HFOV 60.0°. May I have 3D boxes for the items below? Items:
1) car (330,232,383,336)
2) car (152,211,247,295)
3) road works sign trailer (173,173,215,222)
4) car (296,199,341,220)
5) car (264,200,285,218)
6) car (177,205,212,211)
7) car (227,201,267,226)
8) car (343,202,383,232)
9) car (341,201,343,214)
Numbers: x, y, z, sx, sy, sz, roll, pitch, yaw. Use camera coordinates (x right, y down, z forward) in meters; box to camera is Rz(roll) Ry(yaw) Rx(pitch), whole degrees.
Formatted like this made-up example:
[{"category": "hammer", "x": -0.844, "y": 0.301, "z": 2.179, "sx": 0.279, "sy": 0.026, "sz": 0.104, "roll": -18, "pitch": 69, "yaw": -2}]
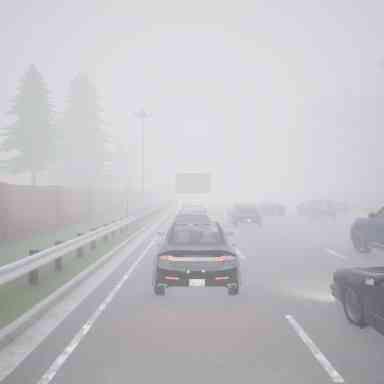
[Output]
[{"category": "car", "x": 3.600, "y": 1.547, "z": 3.961, "sx": 2.033, "sy": 1.411, "sz": 5.357, "roll": 0, "pitch": 0, "yaw": -1}, {"category": "car", "x": 0.094, "y": 1.491, "z": 8.683, "sx": 2.128, "sy": 1.511, "sz": 4.902, "roll": 0, "pitch": 0, "yaw": 0}, {"category": "road works sign trailer", "x": 0.058, "y": 0.464, "z": 23.019, "sx": 2.380, "sy": 3.560, "sz": 2.880, "roll": 0, "pitch": 0, "yaw": -2}, {"category": "car", "x": 10.577, "y": 1.351, "z": 28.606, "sx": 2.097, "sy": 1.767, "sz": 4.553, "roll": 0, "pitch": 0, "yaw": 0}, {"category": "car", "x": 7.079, "y": 1.477, "z": 30.556, "sx": 1.882, "sy": 1.535, "sz": 5.008, "roll": 0, "pitch": 0, "yaw": 0}, {"category": "car", "x": 0.128, "y": 1.473, "z": 19.099, "sx": 1.882, "sy": 1.535, "sz": 5.008, "roll": 0, "pitch": 0, "yaw": 3}, {"category": "car", "x": 3.584, "y": 1.506, "z": 23.228, "sx": 1.837, "sy": 1.490, "sz": 4.892, "roll": 0, "pitch": 0, "yaw": 0}, {"category": "car", "x": 7.093, "y": 1.222, "z": 10.280, "sx": 2.150, "sy": 2.045, "sz": 5.566, "roll": 0, "pitch": 0, "yaw": 0}, {"category": "car", "x": 14.077, "y": 1.491, "z": 33.712, "sx": 2.128, "sy": 1.511, "sz": 4.902, "roll": 0, "pitch": 0, "yaw": 0}]
